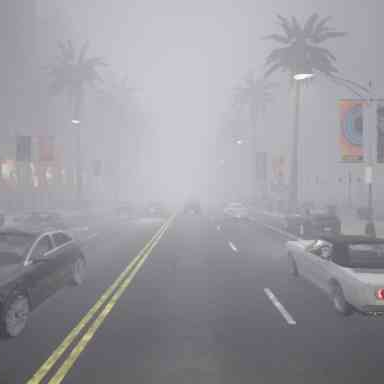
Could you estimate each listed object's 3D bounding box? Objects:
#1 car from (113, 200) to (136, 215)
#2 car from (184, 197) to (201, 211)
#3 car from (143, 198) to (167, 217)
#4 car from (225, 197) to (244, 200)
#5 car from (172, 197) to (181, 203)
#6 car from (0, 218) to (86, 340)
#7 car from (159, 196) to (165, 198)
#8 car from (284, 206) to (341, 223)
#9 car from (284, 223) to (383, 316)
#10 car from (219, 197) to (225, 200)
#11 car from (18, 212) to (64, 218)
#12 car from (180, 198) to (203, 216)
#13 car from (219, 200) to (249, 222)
[{"bbox_3d":[-7.189,1.634,35.811,1.837,1.490,4.892,0,0,0],"label":"car"},{"bbox_3d":[-0.007,1.511,44.192,2.097,1.767,4.553,0,0,-1],"label":"car"},{"bbox_3d":[-3.682,1.610,33.014,2.128,1.511,4.902,0,0,0],"label":"car"},{"bbox_3d":[6.477,1.526,47.861,2.185,1.767,4.553,0,0,0],"label":"car"},{"bbox_3d":[-3.425,1.811,74.212,1.994,1.385,4.181,0,0,0],"label":"car"},{"bbox_3d":[-3.615,1.516,6.656,2.128,1.511,4.902,0,0,0],"label":"car"},{"bbox_3d":[-6.901,1.743,77.155,1.812,1.442,4.674,0,0,0],"label":"car"},{"bbox_3d":[6.541,1.547,18.486,2.231,1.521,4.892,0,0,0],"label":"car"},{"bbox_3d":[3.575,1.628,7.477,1.895,1.301,4.718,0,0,0],"label":"car"},{"bbox_3d":[6.730,1.763,69.790,2.161,1.482,4.786,0,0,0],"label":"car"},{"bbox_3d":[-7.137,1.620,15.408,1.994,1.385,4.181,0,0,0],"label":"car"},{"bbox_3d":[0.012,1.628,34.193,1.837,1.490,4.892,0,0,0],"label":"car"},{"bbox_3d":[3.532,1.624,27.518,1.812,1.442,4.674,0,0,0],"label":"car"}]
